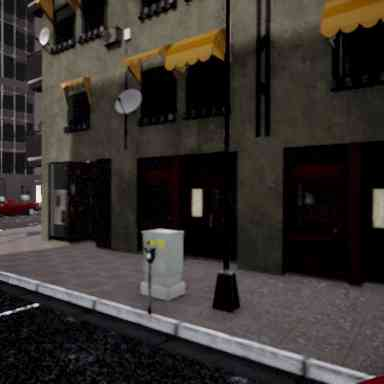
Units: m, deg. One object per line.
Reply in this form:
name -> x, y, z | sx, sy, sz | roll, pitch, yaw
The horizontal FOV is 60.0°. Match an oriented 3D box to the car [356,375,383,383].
car -> 2.688, 1.542, 0.948 | 4.507, 1.381, 1.887 | 0, 0, 36

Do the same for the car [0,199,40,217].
car -> -15.156, 1.307, 27.888 | 1.887, 1.381, 4.507 | 2, 2, 35
